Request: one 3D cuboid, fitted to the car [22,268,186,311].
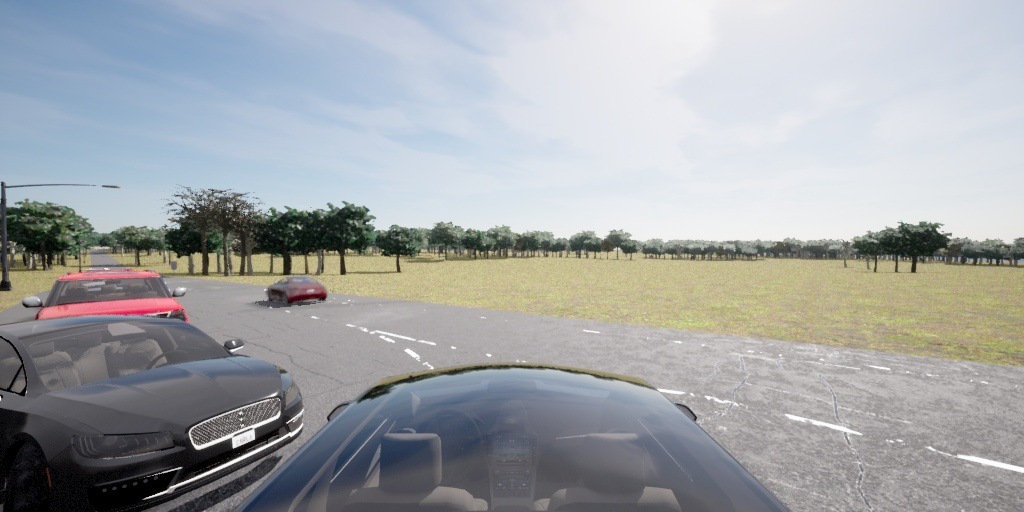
[{"bbox_3d":[-9.544,1.385,8.565,5.566,2.045,2.150,-2,0,40],"label":"car"}]

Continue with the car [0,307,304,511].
[{"bbox_3d":[-4.593,1.445,3.962,4.892,1.490,1.837,-3,-3,21],"label":"car"}]

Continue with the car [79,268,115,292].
[{"bbox_3d":[-40.092,2.215,34.742,5.566,2.045,2.150,-2,0,42],"label":"car"}]

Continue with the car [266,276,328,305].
[{"bbox_3d":[-11.911,1.814,19.767,4.181,1.385,1.994,-2,0,40],"label":"car"}]
